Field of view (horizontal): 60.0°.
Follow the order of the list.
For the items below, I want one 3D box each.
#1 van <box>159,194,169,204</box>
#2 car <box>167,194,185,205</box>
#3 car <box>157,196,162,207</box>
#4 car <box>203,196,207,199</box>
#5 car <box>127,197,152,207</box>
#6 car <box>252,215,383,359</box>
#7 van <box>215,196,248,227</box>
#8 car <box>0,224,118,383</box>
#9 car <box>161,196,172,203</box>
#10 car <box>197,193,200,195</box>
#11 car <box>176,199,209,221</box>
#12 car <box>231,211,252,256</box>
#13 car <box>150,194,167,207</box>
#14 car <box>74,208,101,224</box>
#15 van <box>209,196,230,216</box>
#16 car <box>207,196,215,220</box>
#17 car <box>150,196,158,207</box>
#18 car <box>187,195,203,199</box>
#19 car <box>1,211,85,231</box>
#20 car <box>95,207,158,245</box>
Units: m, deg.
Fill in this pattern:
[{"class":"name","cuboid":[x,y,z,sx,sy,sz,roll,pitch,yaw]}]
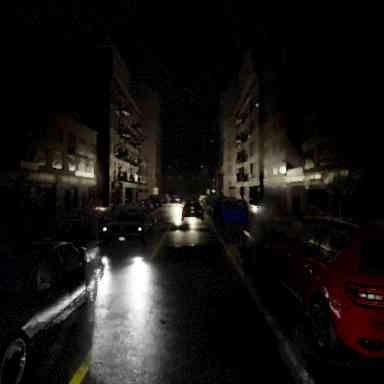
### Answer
[{"class":"van","cuboid":[-5.435,1.313,65.421,1.690,1.788,3.998,0,0,0]},{"class":"car","cuboid":[-2.821,1.521,60.099,2.033,1.411,5.357,0,0,1]},{"class":"car","cuboid":[-5.426,1.547,43.796,1.947,1.339,4.313,0,0,0]},{"class":"car","cuboid":[2.632,1.504,49.379,1.752,1.417,4.829,0,0,0]},{"class":"car","cuboid":[-5.421,1.511,32.814,1.752,1.417,4.829,0,0,0]},{"class":"car","cuboid":[2.700,1.313,5.959,2.192,1.841,5.009,0,0,0]},{"class":"van","cuboid":[2.675,1.333,22.178,1.690,1.788,3.998,0,0,0]},{"class":"car","cuboid":[-2.859,1.546,5.321,2.033,1.411,5.357,0,0,0]},{"class":"car","cuboid":[-5.437,1.520,70.827,2.008,1.369,4.403,0,0,0]},{"class":"car","cuboid":[2.589,1.519,76.240,2.008,1.369,4.403,0,0,0]},{"class":"car","cuboid":[0.045,1.536,27.458,2.033,1.411,5.357,0,0,0]},{"class":"car","cuboid":[2.692,1.547,11.365,2.008,1.369,4.403,0,0,0]},{"class":"car","cuboid":[-5.428,1.293,49.202,2.192,1.841,5.009,0,0,0]},{"class":"car","cuboid":[-5.415,1.538,16.765,1.887,1.381,4.507,0,0,0]},{"class":"van","cuboid":[2.658,1.328,32.991,1.690,1.788,3.998,0,0,0]},{"class":"car","cuboid":[2.666,1.304,27.584,2.192,1.841,5.009,0,0,0]},{"class":"car","cuboid":[-5.424,1.534,38.390,2.008,1.369,4.403,0,0,0]},{"class":"car","cuboid":[0.040,1.473,44.421,2.128,1.511,4.902,0,0,0]},{"class":"car","cuboid":[-5.413,1.561,11.359,1.947,1.339,4.313,0,0,0]},{"class":"car","cuboid":[-2.846,1.595,15.740,1.895,1.301,4.718,0,0,0]}]
